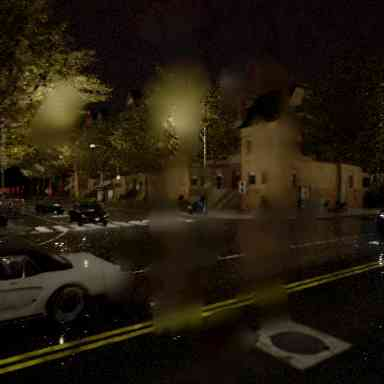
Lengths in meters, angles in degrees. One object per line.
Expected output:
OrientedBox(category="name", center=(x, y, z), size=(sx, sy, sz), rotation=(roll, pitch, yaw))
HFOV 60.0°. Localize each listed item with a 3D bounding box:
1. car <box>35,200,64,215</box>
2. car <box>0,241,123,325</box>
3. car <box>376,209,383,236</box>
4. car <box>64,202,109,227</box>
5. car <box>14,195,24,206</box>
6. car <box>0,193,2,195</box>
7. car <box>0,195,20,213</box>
OrientedBox(category="car", center=(-14.347, 1.490, 33.353), size=(2.033, 1.411, 5.357), rotation=(-1, 0, -35))
OrientedBox(category="car", center=(-3.721, 1.600, 5.637), size=(4.718, 1.301, 1.895), rotation=(-1, 0, -35))
OrientedBox(category="car", center=(11.328, 1.083, 16.364), size=(5.566, 2.045, 2.150), rotation=(-1, 0, -36))
OrientedBox(category="car", center=(-7.124, 1.451, 22.724), size=(1.837, 1.490, 4.892), rotation=(0, 0, -31))
OrientedBox(category="car", center=(-28.015, 1.293, 52.762), size=(2.097, 1.767, 4.553), rotation=(-1, 0, -35))
OrientedBox(category="car", center=(-28.337, 1.193, 48.021), size=(2.435, 2.045, 5.566), rotation=(-1, 0, -35))
OrientedBox(category="car", center=(-20.516, 1.450, 35.956), size=(2.231, 1.521, 4.892), rotation=(-1, 0, -35))
